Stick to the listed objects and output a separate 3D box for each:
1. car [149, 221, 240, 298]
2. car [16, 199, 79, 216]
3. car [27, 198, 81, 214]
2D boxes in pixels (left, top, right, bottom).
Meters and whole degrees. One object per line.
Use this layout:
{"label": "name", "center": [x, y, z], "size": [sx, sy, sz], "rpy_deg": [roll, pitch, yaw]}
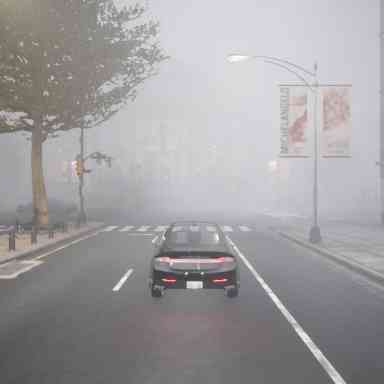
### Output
{"label": "car", "center": [0.060, 1.491, 8.530], "size": [2.128, 1.511, 4.902], "rpy_deg": [0, 0, 0]}
{"label": "car", "center": [-14.002, 1.547, 32.120], "size": [5.357, 1.411, 2.033], "rpy_deg": [0, 0, 0]}
{"label": "car", "center": [-14.725, 1.477, 35.624], "size": [5.008, 1.535, 1.882], "rpy_deg": [0, 0, 0]}
